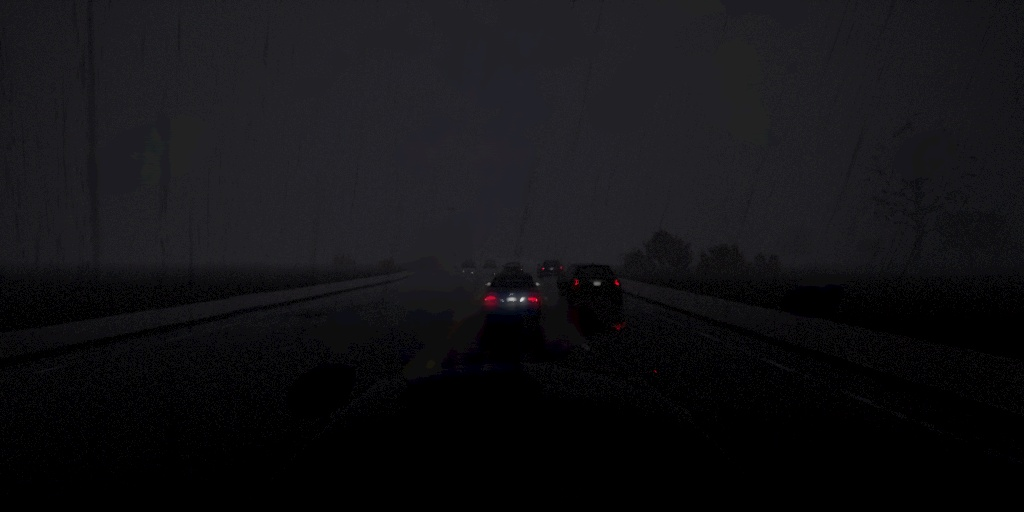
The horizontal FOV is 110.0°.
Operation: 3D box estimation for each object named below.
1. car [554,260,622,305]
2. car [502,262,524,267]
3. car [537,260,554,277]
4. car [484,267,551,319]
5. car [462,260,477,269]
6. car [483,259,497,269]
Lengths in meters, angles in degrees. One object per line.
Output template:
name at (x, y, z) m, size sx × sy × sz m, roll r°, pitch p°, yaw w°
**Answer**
car at (3.322, 1.100, 16.050) m, size 2.097 × 1.767 × 4.553 m, roll 0°, pitch 0°, yaw 0°
car at (0.083, 1.269, 32.425) m, size 1.812 × 1.442 × 4.674 m, roll 0°, pitch 0°, yaw 0°
car at (3.325, 1.095, 31.172) m, size 2.097 × 1.767 × 4.553 m, roll 0°, pitch 0°, yaw 0°
car at (0.049, 1.297, 12.770) m, size 2.033 × 1.411 × 5.357 m, roll 0°, pitch 0°, yaw 1°
car at (-6.557, 1.300, 55.647) m, size 1.994 × 1.385 × 4.181 m, roll 0°, pitch 0°, yaw 0°
car at (-3.315, 1.214, 54.587) m, size 1.882 × 1.535 × 5.008 m, roll 0°, pitch 0°, yaw 0°
